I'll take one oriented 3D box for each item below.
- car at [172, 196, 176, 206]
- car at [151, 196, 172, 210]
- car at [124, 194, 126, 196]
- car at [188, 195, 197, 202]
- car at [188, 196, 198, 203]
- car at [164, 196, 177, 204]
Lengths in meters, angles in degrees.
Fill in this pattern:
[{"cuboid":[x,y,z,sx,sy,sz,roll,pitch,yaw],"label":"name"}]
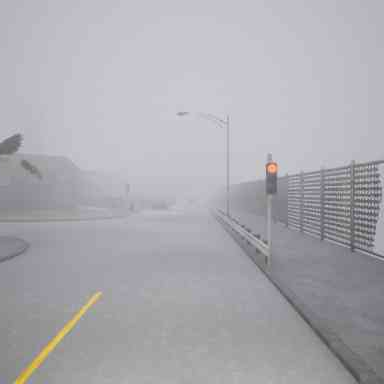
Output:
[{"cuboid":[-4.041,1.505,52.496,1.837,1.490,4.892,0,0,0],"label":"car"},{"cuboid":[-4.058,1.478,42.778,1.882,1.535,5.008,0,0,0],"label":"car"},{"cuboid":[-17.204,1.134,78.223,3.633,1.501,1.845,0,0,0],"label":"car"},{"cuboid":[0.074,1.540,78.624,2.033,1.411,5.357,0,0,0],"label":"car"},{"cuboid":[0.168,1.547,67.996,2.033,1.411,5.357,0,0,-1],"label":"car"},{"cuboid":[-3.999,1.547,62.952,2.033,1.411,5.357,0,0,0],"label":"car"}]
